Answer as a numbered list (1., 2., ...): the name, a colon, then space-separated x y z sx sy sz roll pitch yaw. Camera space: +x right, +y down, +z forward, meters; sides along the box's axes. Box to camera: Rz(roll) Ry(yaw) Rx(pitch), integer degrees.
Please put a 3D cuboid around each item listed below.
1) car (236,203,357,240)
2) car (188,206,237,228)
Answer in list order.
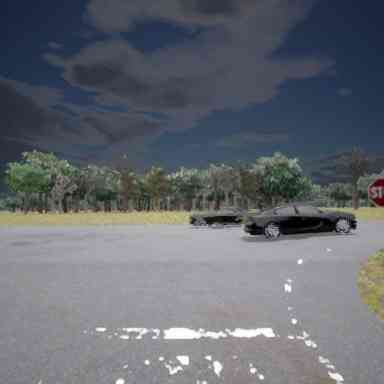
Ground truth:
1. car: 4.798 1.225 15.099 5.008 1.535 1.882 -4 -1 -1
2. car: 2.062 1.638 22.073 4.718 1.301 1.895 -2 -2 -1
